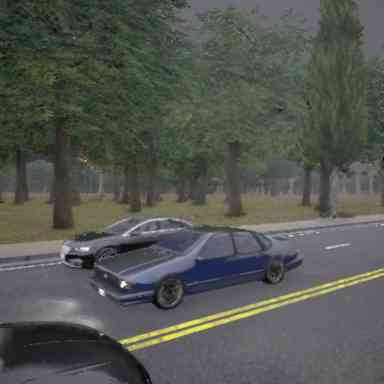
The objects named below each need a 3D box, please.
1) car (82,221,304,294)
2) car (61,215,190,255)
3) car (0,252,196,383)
[{"bbox_3d":[0.424,1.558,7.984,5.357,1.411,2.033,0,0,-35],"label":"car"},{"bbox_3d":[-1.552,1.502,10.567,4.902,1.511,2.128,0,0,-36],"label":"car"},{"bbox_3d":[-2.497,1.488,1.658,4.902,1.511,2.128,0,0,-36],"label":"car"}]
